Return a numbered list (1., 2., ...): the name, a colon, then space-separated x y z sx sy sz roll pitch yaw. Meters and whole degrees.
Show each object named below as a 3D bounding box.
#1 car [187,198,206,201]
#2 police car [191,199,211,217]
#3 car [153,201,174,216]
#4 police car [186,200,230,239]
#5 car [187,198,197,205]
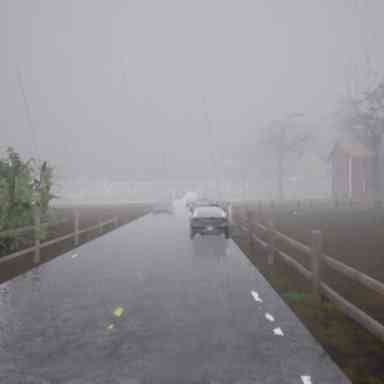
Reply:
1. car: 0.827 1.402 27.299 2.097 1.767 4.553 0 0 0
2. police car: 0.829 1.515 33.441 1.930 1.638 5.238 0 0 0
3. car: -2.843 1.641 34.128 2.033 1.411 5.357 0 0 0
4. police car: 0.827 1.431 17.433 1.930 1.638 5.238 0 0 0
5. car: 0.007 1.844 68.365 1.895 1.301 4.718 0 0 0
